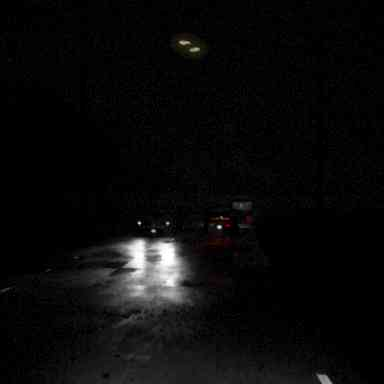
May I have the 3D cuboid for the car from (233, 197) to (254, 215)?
[{"bbox_3d":[6.001,1.575,39.144,2.150,2.045,5.566,0,-1,13],"label":"car"}]

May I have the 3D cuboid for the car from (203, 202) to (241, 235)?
[{"bbox_3d":[1.768,1.549,19.340,1.837,1.490,4.892,0,-1,9],"label":"car"}]

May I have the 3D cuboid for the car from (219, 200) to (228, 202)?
[{"bbox_3d":[5.636,2.221,59.253,1.882,1.535,5.008,0,-1,3],"label":"car"}]

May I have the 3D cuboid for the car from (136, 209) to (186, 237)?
[{"bbox_3d":[-1.605,1.640,18.605,1.895,1.301,4.718,0,0,8],"label":"car"}]
